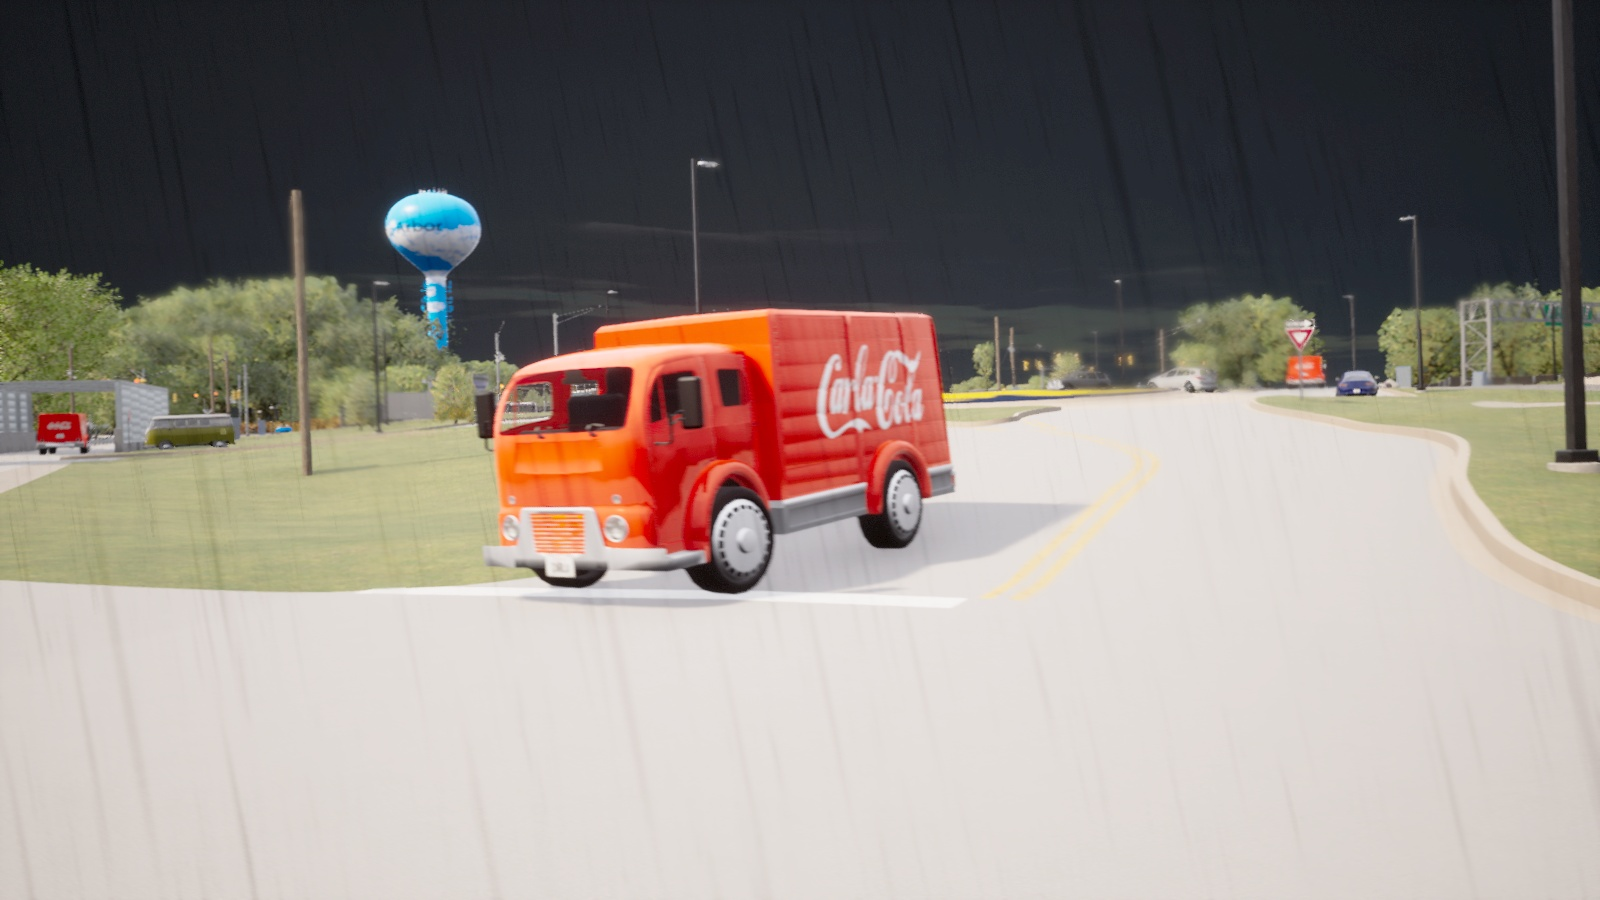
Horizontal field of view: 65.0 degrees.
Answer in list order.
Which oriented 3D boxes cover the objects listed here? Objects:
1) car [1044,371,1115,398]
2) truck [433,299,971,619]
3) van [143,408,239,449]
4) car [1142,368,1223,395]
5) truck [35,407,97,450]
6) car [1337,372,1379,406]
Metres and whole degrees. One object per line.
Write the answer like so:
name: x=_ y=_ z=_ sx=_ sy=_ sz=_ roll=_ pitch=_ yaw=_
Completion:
car: x=20.209 y=-4.693 z=90.752 sx=4.605 sy=1.855 sz=1.932 roll=-1 pitch=0 yaw=-18
truck: x=-0.641 y=-0.105 z=12.549 sx=2.627 sy=2.467 sz=5.204 roll=-1 pitch=4 yaw=32
van: x=-32.167 y=-1.133 z=66.429 sx=4.442 sy=1.987 sz=1.775 roll=-3 pitch=1 yaw=-26
car: x=24.710 y=-4.428 z=81.261 sx=2.242 sy=1.667 sz=4.611 roll=-2 pitch=3 yaw=-34
truck: x=-44.412 y=-1.341 z=76.109 sx=2.627 sy=2.467 sz=5.204 roll=-2 pitch=2 yaw=-23
car: x=27.784 y=-3.060 z=62.571 sx=1.812 sy=1.442 sz=4.674 roll=-1 pitch=5 yaw=24
